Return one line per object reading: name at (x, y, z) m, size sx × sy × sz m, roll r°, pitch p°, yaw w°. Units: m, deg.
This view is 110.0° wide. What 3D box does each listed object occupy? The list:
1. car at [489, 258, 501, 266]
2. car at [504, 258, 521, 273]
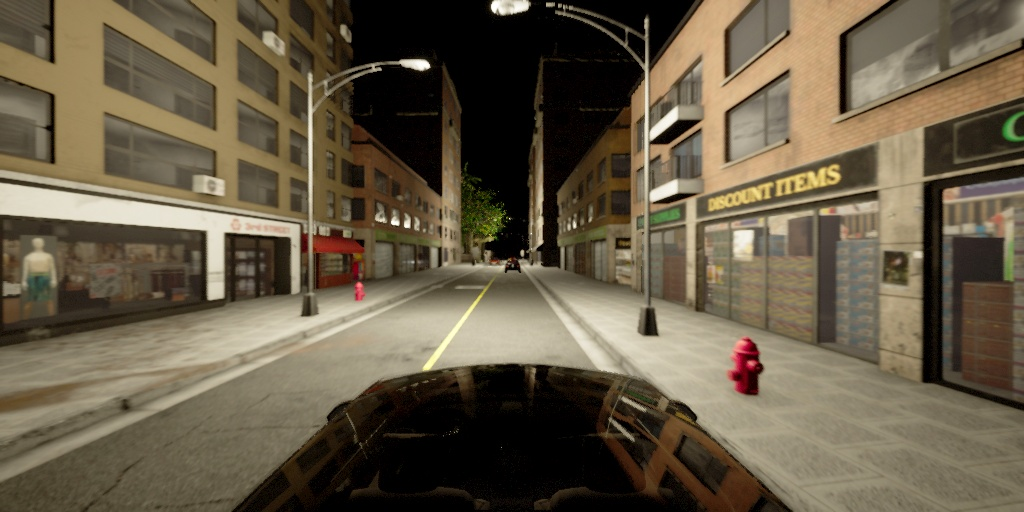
car at (-3.036, 1.004, 63.206) m, size 1.812 × 1.442 × 4.674 m, roll 0°, pitch 0°, yaw 0°
car at (0.093, 1.128, 41.003) m, size 2.033 × 1.411 × 5.357 m, roll 0°, pitch 0°, yaw 0°
